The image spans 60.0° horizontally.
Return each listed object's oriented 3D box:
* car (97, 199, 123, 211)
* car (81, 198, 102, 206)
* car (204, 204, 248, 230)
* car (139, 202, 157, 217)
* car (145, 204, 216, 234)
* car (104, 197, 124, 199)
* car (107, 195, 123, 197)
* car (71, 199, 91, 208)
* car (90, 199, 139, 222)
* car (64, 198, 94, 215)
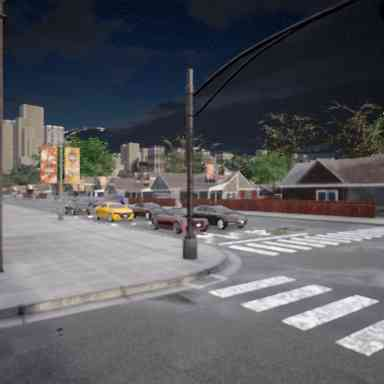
[{"bbox_3d":[-11.566,1.778,46.775,1.837,1.490,4.892,0,0,-35],"label":"car"},{"bbox_3d":[-18.989,1.917,62.676,2.033,1.411,5.357,0,0,-35],"label":"car"},{"bbox_3d":[1.635,1.609,22.226,1.837,1.490,4.892,0,0,-35],"label":"car"},{"bbox_3d":[-3.934,1.669,30.070,1.837,1.490,4.892,0,0,-36],"label":"car"},{"bbox_3d":[-0.789,1.665,20.027,1.994,1.385,4.181,0,0,-35],"label":"car"},{"bbox_3d":[-9.901,1.704,38.494,1.882,1.535,5.008,0,0,-35],"label":"car"},{"bbox_3d":[-12.846,1.533,54.191,2.150,2.045,5.566,0,0,-36],"label":"car"},{"bbox_3d":[-19.309,1.895,57.663,2.033,1.411,5.357,0,0,-34],"label":"car"},{"bbox_3d":[-6.728,1.643,28.412,1.882,1.535,5.008,0,0,-35],"label":"car"},{"bbox_3d":[-12.717,1.733,36.847,1.837,1.490,4.892,0,0,-35],"label":"car"}]
